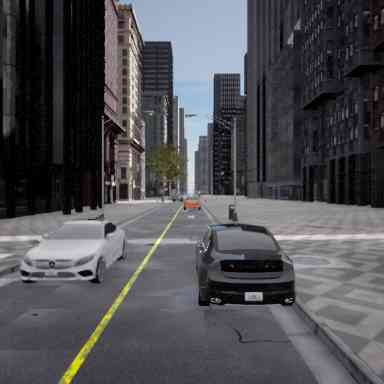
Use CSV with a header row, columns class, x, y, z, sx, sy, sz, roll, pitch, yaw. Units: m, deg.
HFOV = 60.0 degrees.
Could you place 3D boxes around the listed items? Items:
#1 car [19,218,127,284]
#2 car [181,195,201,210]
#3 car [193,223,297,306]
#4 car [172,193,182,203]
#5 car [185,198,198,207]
class,x,y,z,sx,sy,sz,roll,pitch,yaw
car,-3.119,1.527,9.691,1.812,1.442,4.674,0,0,0
car,0.005,1.377,42.611,2.097,1.767,4.553,0,0,-1
car,1.036,1.507,8.006,1.837,1.490,4.892,0,0,0
car,-3.144,1.309,73.105,2.150,2.045,5.566,0,0,0
car,-0.103,1.605,52.584,1.994,1.385,4.181,0,0,0
